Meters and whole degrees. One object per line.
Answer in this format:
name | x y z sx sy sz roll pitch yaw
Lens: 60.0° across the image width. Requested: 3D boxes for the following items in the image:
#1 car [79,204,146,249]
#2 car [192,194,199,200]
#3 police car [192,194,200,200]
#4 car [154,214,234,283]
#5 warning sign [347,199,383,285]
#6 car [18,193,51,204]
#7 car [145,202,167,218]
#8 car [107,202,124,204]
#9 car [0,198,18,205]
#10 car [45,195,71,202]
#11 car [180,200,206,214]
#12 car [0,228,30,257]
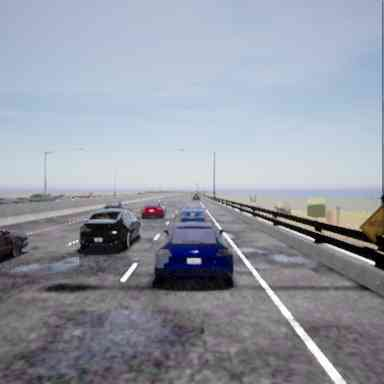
car | -3.416 1.501 14.585 1.837 1.490 4.892 0 0 0
car | 1.038 1.433 93.008 1.801 1.575 5.366 0 0 0
police car | 1.039 1.406 82.928 1.930 1.638 5.238 0 0 0
car | 0.063 1.562 9.717 1.994 1.385 4.181 0 0 0
warning sign | 4.554 1.114 7.812 1.300 1.860 1.060 0 0 0
car | -21.081 1.214 45.876 2.150 2.045 5.566 0 0 0
car | -3.418 1.558 30.136 1.994 1.385 4.181 0 0 0
car | -6.917 1.557 30.298 1.994 1.385 4.181 0 0 0
car | -24.581 1.538 45.295 2.033 1.411 5.357 0 0 0
car | -17.588 1.538 45.386 2.033 1.411 5.357 0 0 0
car | 0.062 1.543 24.825 2.033 1.411 5.357 0 0 0
car | -6.935 1.545 9.830 2.033 1.411 5.357 0 0 0
